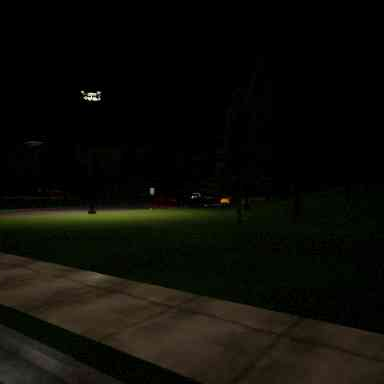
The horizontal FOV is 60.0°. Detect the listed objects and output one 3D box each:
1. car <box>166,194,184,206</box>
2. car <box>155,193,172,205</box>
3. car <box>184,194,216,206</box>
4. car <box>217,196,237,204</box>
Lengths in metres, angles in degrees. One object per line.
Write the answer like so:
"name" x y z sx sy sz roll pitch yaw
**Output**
"car" -1.640 1.516 55.789 1.837 1.490 4.892 0 0 37
"car" -4.150 1.234 58.272 2.150 2.045 5.566 0 0 36
"car" 1.398 1.488 54.005 1.882 1.535 5.008 0 0 37
"car" 7.225 1.488 62.058 1.882 1.535 5.008 0 0 36
